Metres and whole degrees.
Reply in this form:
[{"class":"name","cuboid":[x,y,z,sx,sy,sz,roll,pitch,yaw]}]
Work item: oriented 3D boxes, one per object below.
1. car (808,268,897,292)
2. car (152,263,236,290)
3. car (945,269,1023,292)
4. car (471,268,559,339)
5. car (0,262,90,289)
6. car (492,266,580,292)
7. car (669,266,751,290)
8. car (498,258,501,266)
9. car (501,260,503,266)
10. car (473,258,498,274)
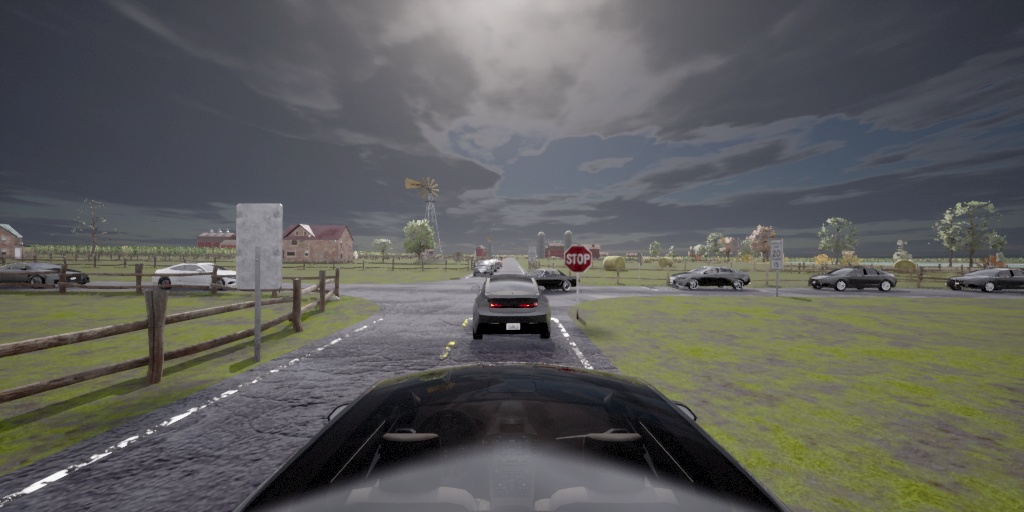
[{"class":"car","cuboid":[22.199,1.499,23.501,4.892,1.490,1.837,1,-1,-1]},{"class":"car","cuboid":[-17.244,1.103,20.010,4.674,1.442,1.812,1,-1,-1]},{"class":"car","cuboid":[31.702,1.587,23.622,4.892,1.490,1.837,1,-1,-1]},{"class":"car","cuboid":[-0.074,1.256,10.054,1.837,1.490,4.892,0,0,-2]},{"class":"car","cuboid":[-26.364,1.048,19.888,4.181,1.385,1.994,1,-1,-1]},{"class":"car","cuboid":[1.499,1.369,20.100,4.718,1.301,1.895,1,0,-35]},{"class":"car","cuboid":[12.797,1.397,23.329,4.902,1.511,2.128,1,-1,-2]},{"class":"car","cuboid":[-2.854,1.241,46.187,2.128,1.511,4.902,0,0,0]},{"class":"car","cuboid":[-2.823,1.240,55.729,2.128,1.511,4.902,0,0,0]},{"class":"car","cuboid":[-2.861,1.243,36.741,2.128,1.511,4.902,0,0,0]}]
